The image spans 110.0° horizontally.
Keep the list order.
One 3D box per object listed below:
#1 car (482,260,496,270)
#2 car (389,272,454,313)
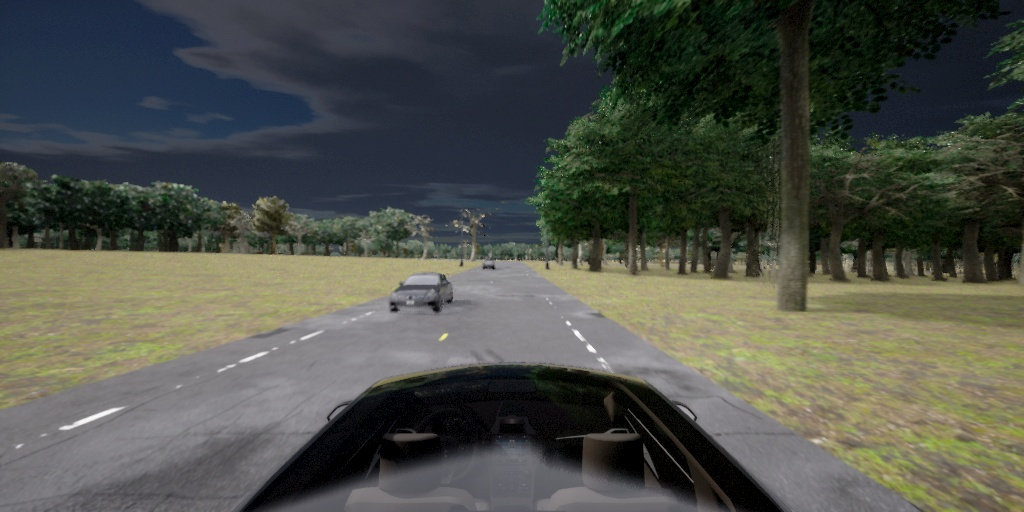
[{"bbox_3d":[-3.541,1.363,55.123,1.882,1.535,5.008,0,0,0],"label":"car"},{"bbox_3d":[-3.581,1.409,14.953,1.812,1.442,4.674,0,-1,0],"label":"car"}]
